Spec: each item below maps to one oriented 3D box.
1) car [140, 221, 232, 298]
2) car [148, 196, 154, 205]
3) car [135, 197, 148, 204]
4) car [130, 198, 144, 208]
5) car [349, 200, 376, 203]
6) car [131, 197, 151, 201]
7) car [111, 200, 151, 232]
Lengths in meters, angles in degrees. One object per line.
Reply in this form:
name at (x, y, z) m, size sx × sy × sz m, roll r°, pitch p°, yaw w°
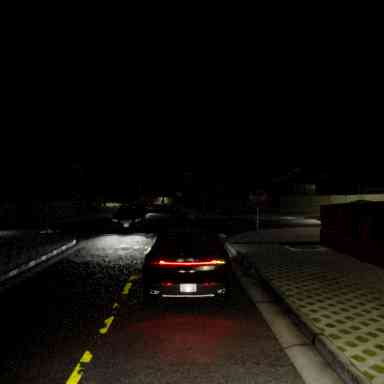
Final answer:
car at (-0.147, 1.509, 8.502) m, size 1.837 × 1.490 × 4.892 m, roll 0°, pitch 0°, yaw -2°
car at (-8.786, 1.670, 65.644) m, size 2.097 × 1.767 × 4.553 m, roll 0°, pitch -1°, yaw -16°
car at (-11.587, 1.805, 75.369) m, size 2.128 × 1.511 × 4.902 m, roll 0°, pitch -1°, yaw -18°
car at (-9.065, 1.703, 54.678) m, size 1.882 × 1.535 × 5.008 m, roll 0°, pitch -1°, yaw -13°
car at (11.836, 1.260, 23.045) m, size 5.357 × 1.411 × 2.033 m, roll -1°, pitch 1°, yaw 3°
car at (-6.040, 1.654, 38.665) m, size 1.812 × 1.442 × 4.674 m, roll 0°, pitch 0°, yaw -9°
car at (-3.908, 1.572, 21.069) m, size 2.128 × 1.511 × 4.902 m, roll -1°, pitch 1°, yaw -5°
